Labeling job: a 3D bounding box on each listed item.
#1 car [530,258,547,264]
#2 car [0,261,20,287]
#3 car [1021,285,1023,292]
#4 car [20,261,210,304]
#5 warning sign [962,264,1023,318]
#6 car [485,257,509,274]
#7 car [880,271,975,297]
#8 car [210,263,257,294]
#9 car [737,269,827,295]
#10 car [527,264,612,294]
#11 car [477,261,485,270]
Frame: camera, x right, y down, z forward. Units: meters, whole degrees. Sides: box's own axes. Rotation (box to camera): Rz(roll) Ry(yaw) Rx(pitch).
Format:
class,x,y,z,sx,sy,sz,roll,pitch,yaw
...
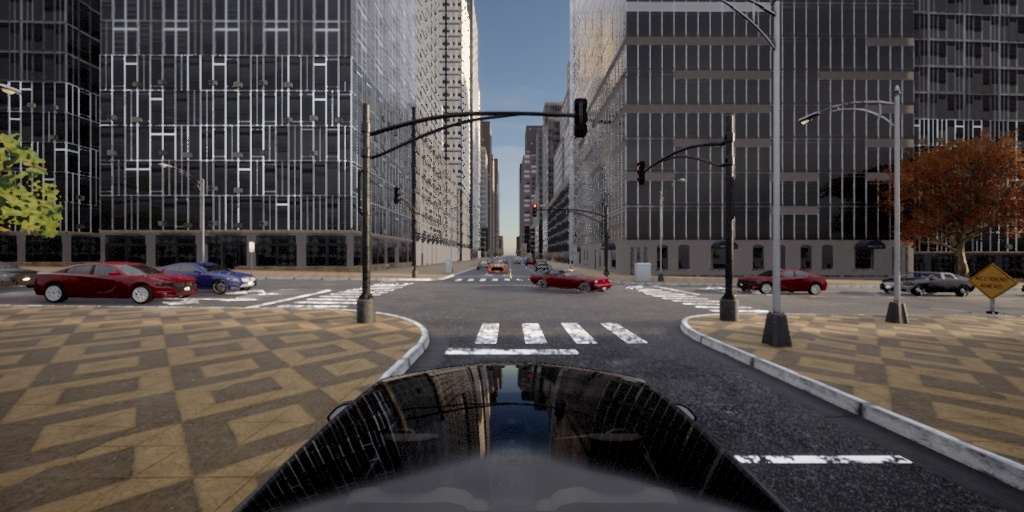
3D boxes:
class,x,y,z,sx,sy,sz,roll,pitch,yaw
car,3.818,1.314,46.652,1.948,1.339,4.313,0,0,0
car,-24.912,0.877,16.833,4.181,1.385,1.994,1,0,-3
car,36.267,1.925,23.264,4.892,1.490,1.837,1,0,-3
car,-15.295,0.969,14.044,5.008,1.535,1.882,1,0,-2
warning sign,17.251,1.201,12.883,1.060,1.860,1.300,0,0,-3
car,-1.604,1.104,40.664,2.097,1.767,4.553,0,0,0
car,26.276,1.733,22.785,4.902,1.511,2.128,1,0,-3
car,-14.986,1.021,17.316,4.674,1.442,1.812,1,0,-1
car,16.706,1.548,22.317,5.008,1.535,1.882,1,0,-3
car,3.386,1.402,21.050,4.718,1.301,1.895,2,1,43
car,-4.149,1.326,52.125,1.802,1.307,4.207,0,0,0
